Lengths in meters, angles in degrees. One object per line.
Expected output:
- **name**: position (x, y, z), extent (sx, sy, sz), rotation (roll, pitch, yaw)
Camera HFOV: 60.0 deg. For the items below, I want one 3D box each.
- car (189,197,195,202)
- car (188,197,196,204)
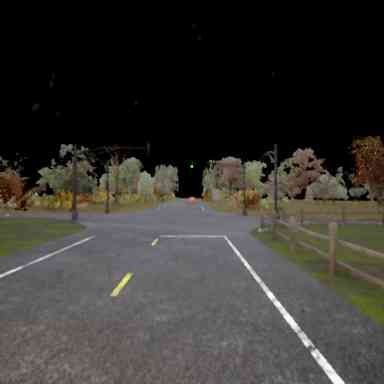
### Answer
- **car**: position (0.004, 2.078, 92.389), extent (1.812, 1.442, 4.674), rotation (0, -1, 0)
- **car**: position (0.004, 1.981, 82.354), extent (2.097, 1.767, 4.553), rotation (0, -1, 0)
